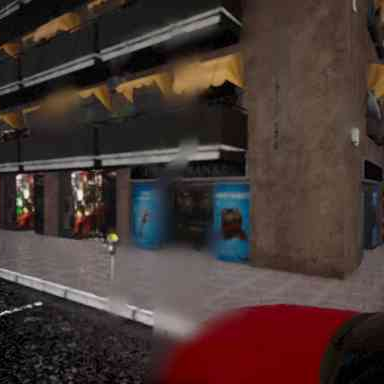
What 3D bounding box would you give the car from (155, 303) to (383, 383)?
[{"bbox_3d":[2.001,1.321,1.449,5.009,1.841,2.192,0,0,36],"label":"car"}]
